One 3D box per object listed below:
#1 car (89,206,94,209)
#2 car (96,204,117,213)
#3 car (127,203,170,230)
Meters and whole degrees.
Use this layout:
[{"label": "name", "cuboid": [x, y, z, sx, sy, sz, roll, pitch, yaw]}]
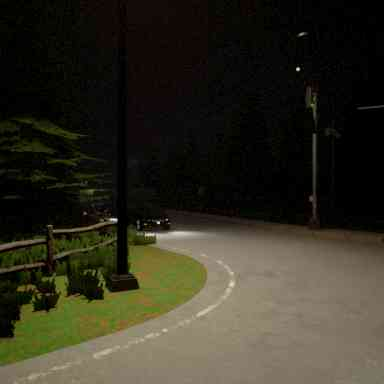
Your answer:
[{"label": "car", "cuboid": [-11.224, 1.499, 39.098, 1.812, 1.442, 4.674, 0, 0, -24]}, {"label": "car", "cuboid": [-7.047, 1.537, 29.766, 1.994, 1.385, 4.181, 0, 0, -24]}, {"label": "car", "cuboid": [-2.892, 1.478, 20.722, 1.837, 1.490, 4.892, 0, 0, -25]}]
